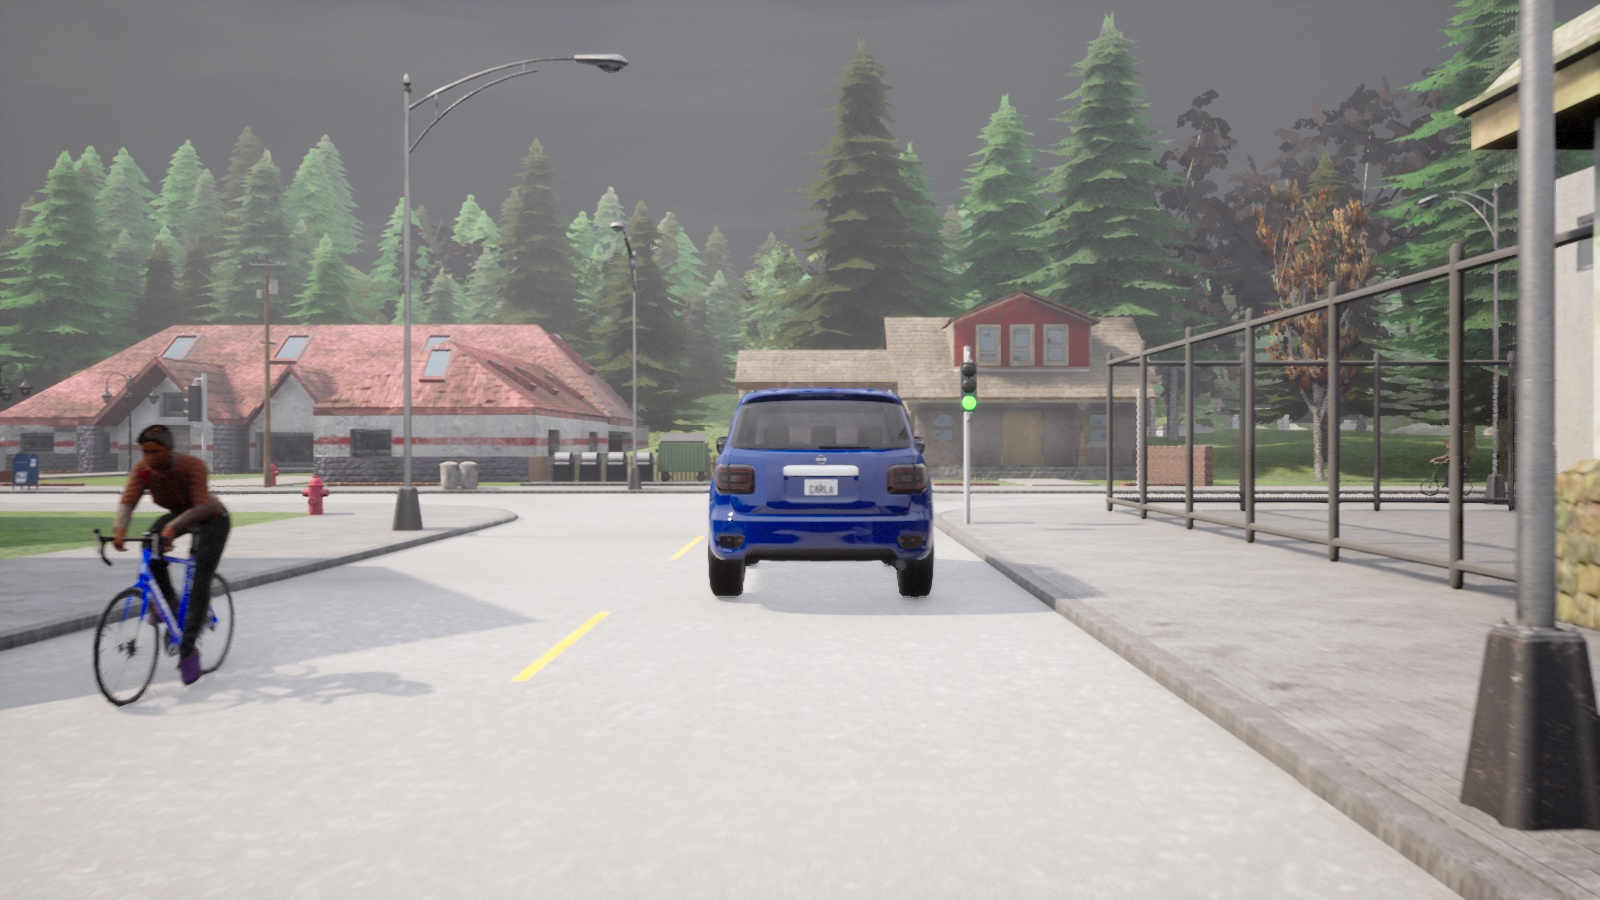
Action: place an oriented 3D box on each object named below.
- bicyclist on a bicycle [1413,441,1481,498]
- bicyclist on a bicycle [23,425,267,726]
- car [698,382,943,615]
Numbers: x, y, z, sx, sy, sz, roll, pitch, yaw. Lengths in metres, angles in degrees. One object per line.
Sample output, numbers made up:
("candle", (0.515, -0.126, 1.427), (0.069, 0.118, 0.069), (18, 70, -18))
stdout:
("bicyclist on a bicycle", (18.524, 0.557, 35.962), (1.509, 1.612, 0.866), (0, 0, 1))
("bicyclist on a bicycle", (-3.874, 0.666, 7.579), (0.582, 1.620, 1.656), (0, 1, 1))
("car", (0.220, 0.411, 13.811), (2.150, 2.045, 5.566), (0, 0, 1))
